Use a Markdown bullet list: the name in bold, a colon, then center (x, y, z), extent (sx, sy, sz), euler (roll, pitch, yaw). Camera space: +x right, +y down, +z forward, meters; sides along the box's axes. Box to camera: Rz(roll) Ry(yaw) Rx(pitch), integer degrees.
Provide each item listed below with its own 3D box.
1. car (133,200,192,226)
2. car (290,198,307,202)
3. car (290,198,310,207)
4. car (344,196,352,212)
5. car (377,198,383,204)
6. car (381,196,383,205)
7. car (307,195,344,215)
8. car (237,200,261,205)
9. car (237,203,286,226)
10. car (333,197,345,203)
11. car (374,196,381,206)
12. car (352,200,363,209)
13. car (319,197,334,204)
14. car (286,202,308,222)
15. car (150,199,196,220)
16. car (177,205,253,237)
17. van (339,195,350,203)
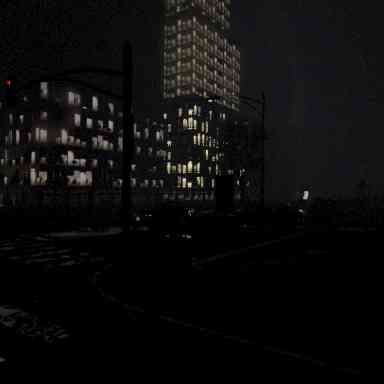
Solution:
- **car**: center (-2.143, 1.555, 24.196), extent (2.128, 1.511, 4.902), euler (1, 0, 37)
- **car**: center (15.497, 1.712, 47.915), extent (1.837, 1.490, 4.892), euler (1, 0, 37)
- **car**: center (18.188, 1.727, 56.070), extent (1.752, 1.417, 4.829), euler (1, 0, 36)
- **car**: center (18.474, 1.720, 42.271), extent (1.967, 1.590, 4.097), euler (1, 0, 36)
- **car**: center (44.826, 2.047, 78.012), extent (2.008, 1.369, 4.403), euler (1, 0, 36)
- **car**: center (41.529, 1.784, 73.547), extent (2.192, 1.841, 5.009), euler (1, 0, 36)
- **car**: center (15.202, 1.569, 37.786), extent (2.192, 1.841, 5.009), euler (1, 0, 36)
- **car**: center (6.088, 1.620, 35.318), extent (2.128, 1.511, 4.902), euler (1, 0, 37)
- **car**: center (4.707, 1.737, 23.514), extent (1.947, 1.339, 4.313), euler (1, 0, 36)
- **car**: center (34.685, 1.862, 78.391), extent (1.752, 1.417, 4.829), euler (1, 0, 36)
- **car**: center (35.029, 1.940, 64.756), extent (1.752, 1.417, 4.829), euler (1, 0, 36)
- **car**: center (25.030, 1.773, 51.228), extent (1.967, 1.590, 4.097), euler (1, 0, 36)
- **car**: center (28.188, 1.849, 69.599), extent (1.947, 1.339, 4.313), euler (1, 0, 36)
- **car**: center (7.964, 1.779, 27.922), extent (1.802, 1.307, 4.206), euler (1, 0, 36)
- **car**: center (-1.609, 1.481, 29.500), extent (1.967, 1.590, 4.097), euler (1, 0, 36)
- **car**: center (1.449, 1.696, 19.106), extent (2.008, 1.369, 4.403), euler (1, 0, 36)
- **van**: center (38.088, 1.706, 82.991), extent (1.690, 1.788, 3.998), euler (1, 0, 36)
